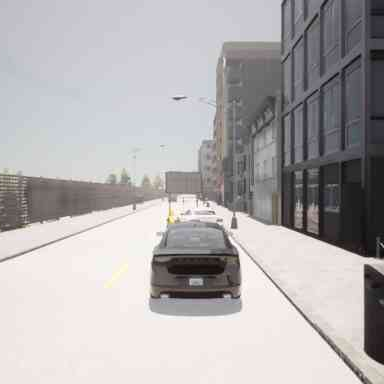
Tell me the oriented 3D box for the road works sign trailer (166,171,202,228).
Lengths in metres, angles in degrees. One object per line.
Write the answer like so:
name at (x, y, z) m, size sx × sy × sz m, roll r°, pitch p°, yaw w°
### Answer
road works sign trailer at (-0.570, 0.466, 21.340) m, size 2.380 × 3.560 × 2.880 m, roll 0°, pitch 0°, yaw -17°

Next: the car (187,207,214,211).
car at (0.418, 1.541, 17.858) m, size 1.812 × 1.442 × 4.674 m, roll 0°, pitch -1°, yaw -9°

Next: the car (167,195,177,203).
car at (-4.236, 1.510, 70.798) m, size 1.837 × 1.490 × 4.892 m, roll 0°, pitch 0°, yaw 0°

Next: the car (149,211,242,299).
car at (0.071, 1.478, 8.508) m, size 1.882 × 1.535 × 5.008 m, roll 0°, pitch 0°, yaw 0°
